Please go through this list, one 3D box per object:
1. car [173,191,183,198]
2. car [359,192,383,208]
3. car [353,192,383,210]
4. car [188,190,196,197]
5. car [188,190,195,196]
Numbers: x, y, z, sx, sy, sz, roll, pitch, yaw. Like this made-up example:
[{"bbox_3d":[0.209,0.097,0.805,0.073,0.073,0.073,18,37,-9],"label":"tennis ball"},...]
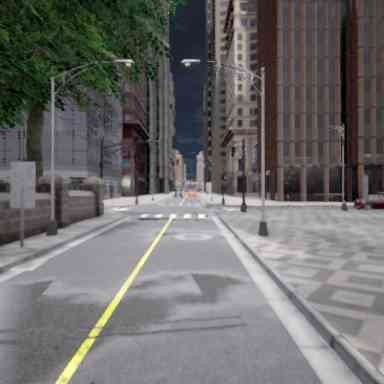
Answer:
[{"bbox_3d":[-3.009,0.591,72.304,1.812,1.442,4.674,0,1,0],"label":"car"},{"bbox_3d":[22.823,0.896,39.402,5.009,1.841,2.192,0,0,0],"label":"car"},{"bbox_3d":[17.371,0.959,30.885,4.097,1.590,1.967,0,0,0],"label":"car"},{"bbox_3d":[-0.009,0.302,82.071,2.097,1.767,4.553,0,1,0],"label":"car"},{"bbox_3d":[-0.011,0.212,92.138,1.882,1.535,5.008,0,1,0],"label":"car"}]
